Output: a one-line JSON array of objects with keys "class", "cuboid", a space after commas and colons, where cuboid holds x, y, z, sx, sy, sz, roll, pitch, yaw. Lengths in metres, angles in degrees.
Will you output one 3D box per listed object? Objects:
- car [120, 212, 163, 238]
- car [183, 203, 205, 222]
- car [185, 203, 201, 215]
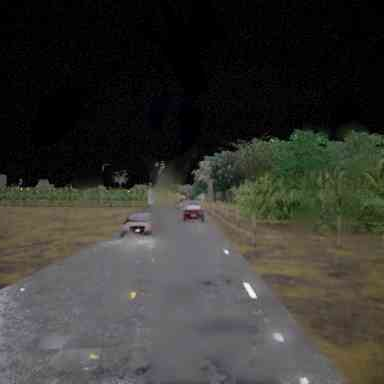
[{"class": "car", "cuboid": [-2.805, 1.824, 19.134, 1.994, 1.385, 4.181, 0, -1, 0]}, {"class": "car", "cuboid": [0.153, 1.903, 31.282, 1.882, 1.535, 5.008, 0, -1, 1]}, {"class": "car", "cuboid": [0.126, 2.138, 42.160, 1.994, 1.385, 4.181, 0, -1, 0]}]
